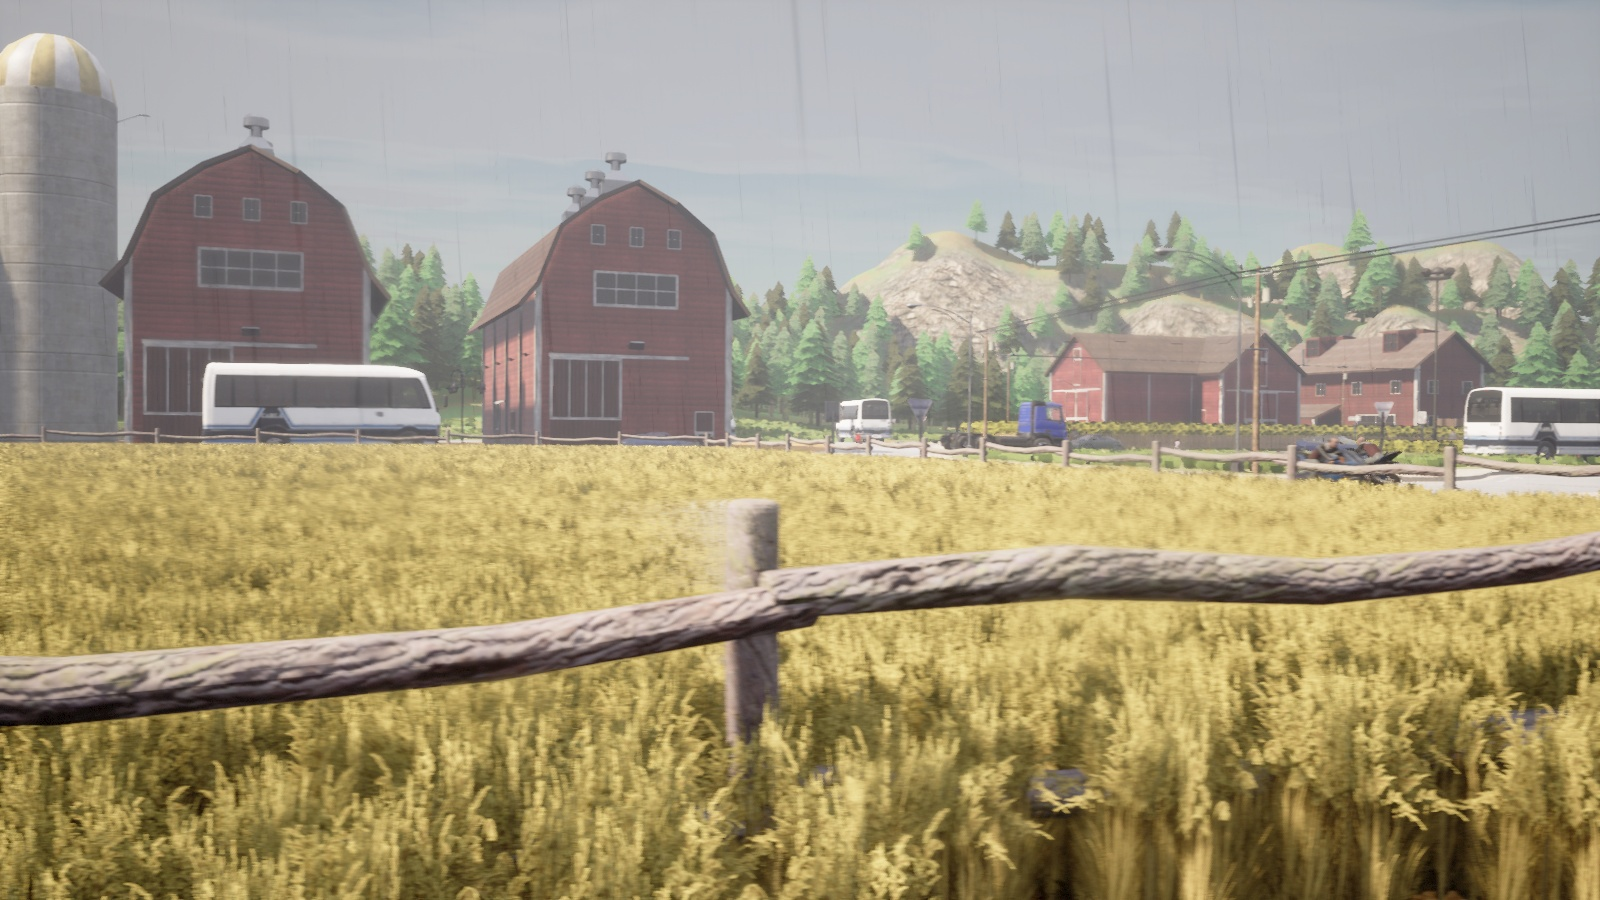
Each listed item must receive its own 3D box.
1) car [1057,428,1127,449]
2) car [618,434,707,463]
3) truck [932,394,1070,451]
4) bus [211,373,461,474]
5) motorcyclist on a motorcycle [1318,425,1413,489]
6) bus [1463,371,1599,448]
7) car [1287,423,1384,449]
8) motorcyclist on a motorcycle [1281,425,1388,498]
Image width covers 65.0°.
[{"bbox_3d":[19.809,-0.800,85.257,4.181,1.385,1.994,-1,1,-21],"label":"car"},{"bbox_3d":[-6.729,-0.088,61.955,4.181,1.385,1.994,-1,1,-1],"label":"car"},{"bbox_3d":[12.509,-1.677,78.276,7.936,3.462,2.891,0,1,-12],"label":"truck"},{"bbox_3d":[-21.019,-1.275,57.140,10.273,4.253,3.944,-2,1,-23],"label":"bus"},{"bbox_3d":[14.073,0.144,31.315,0.866,1.530,2.191,-1,1,-21],"label":"motorcyclist on a motorcycle"},{"bbox_3d":[43.905,-2.310,72.005,10.273,4.253,3.944,-1,1,-12],"label":"bus"},{"bbox_3d":[31.638,-0.824,74.321,2.163,1.488,4.792,-1,1,-39],"label":"car"},{"bbox_3d":[11.731,0.234,27.644,0.866,1.530,2.191,-1,1,-21],"label":"motorcyclist on a motorcycle"}]
